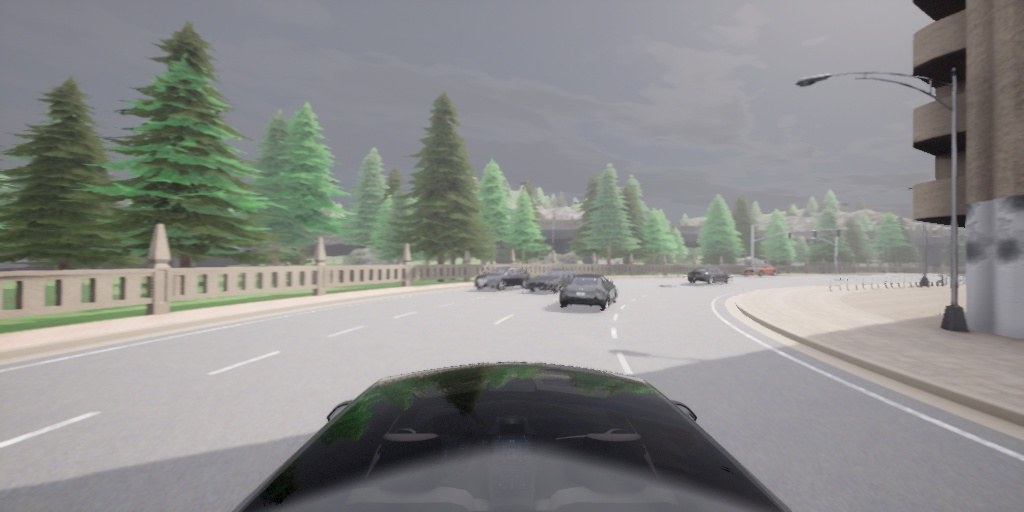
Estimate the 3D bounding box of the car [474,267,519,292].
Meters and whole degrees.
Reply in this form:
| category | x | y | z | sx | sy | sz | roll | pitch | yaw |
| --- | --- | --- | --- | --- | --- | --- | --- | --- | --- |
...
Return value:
| category | x | y | z | sx | sy | sz | roll | pitch | yaw |
| --- | --- | --- | --- | --- | --- | --- | --- | --- | --- |
| car | -0.553 | 1.456 | 23.599 | 2.128 | 1.511 | 4.902 | 0 | -1 | 32 |

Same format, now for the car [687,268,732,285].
| category | x | y | z | sx | sy | sz | roll | pitch | yaw |
| --- | --- | --- | --- | --- | --- | --- | --- | --- | --- |
| car | 17.828 | 1.792 | 32.283 | 4.892 | 1.490 | 1.837 | 1 | -1 | -32 |

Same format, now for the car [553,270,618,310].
| category | x | y | z | sx | sy | sz | roll | pitch | yaw |
| --- | --- | --- | --- | --- | --- | --- | --- | --- | --- |
| car | 3.518 | 1.505 | 16.091 | 1.994 | 1.385 | 4.181 | 0 | -1 | 23 |

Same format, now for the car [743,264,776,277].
| category | x | y | z | sx | sy | sz | roll | pitch | yaw |
| --- | --- | --- | --- | --- | --- | --- | --- | --- | --- |
| car | 33.277 | 1.808 | 48.208 | 4.553 | 1.767 | 2.097 | 1 | -1 | -26 |

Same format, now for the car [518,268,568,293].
| category | x | y | z | sx | sy | sz | roll | pitch | yaw |
| --- | --- | --- | --- | --- | --- | --- | --- | --- | --- |
| car | 2.840 | 1.547 | 22.785 | 2.033 | 1.411 | 5.357 | 0 | -1 | 33 |
